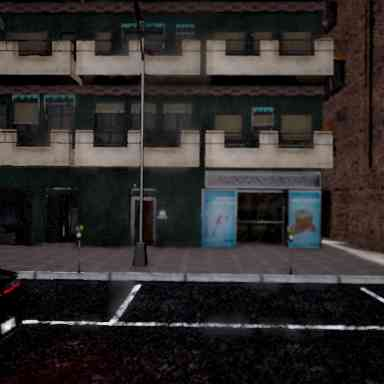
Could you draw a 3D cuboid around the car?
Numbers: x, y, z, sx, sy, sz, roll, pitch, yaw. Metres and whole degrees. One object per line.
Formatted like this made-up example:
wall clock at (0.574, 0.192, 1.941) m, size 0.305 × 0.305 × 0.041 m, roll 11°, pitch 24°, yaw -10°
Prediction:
car at (-4.868, 1.519, 4.512) m, size 4.892 × 1.490 × 1.837 m, roll 0°, pitch -1°, yaw 1°
